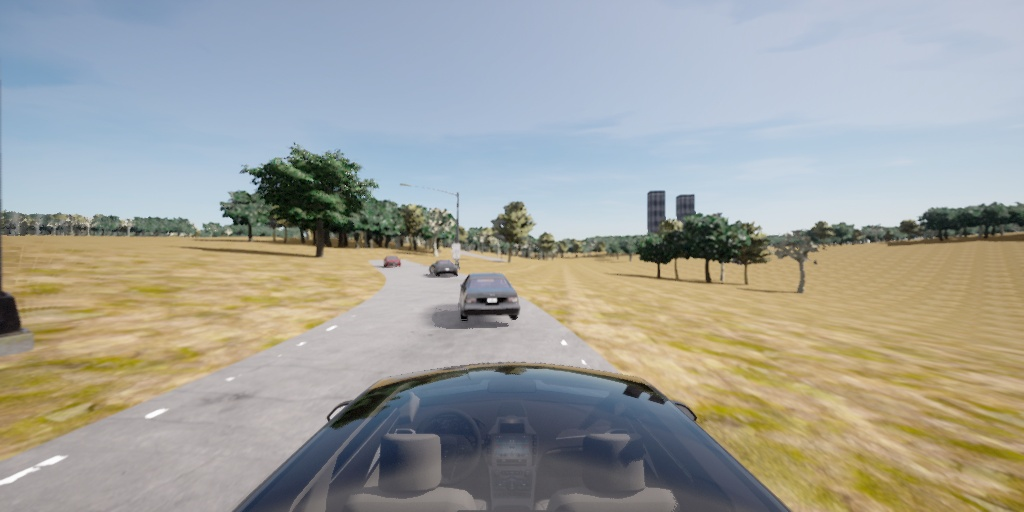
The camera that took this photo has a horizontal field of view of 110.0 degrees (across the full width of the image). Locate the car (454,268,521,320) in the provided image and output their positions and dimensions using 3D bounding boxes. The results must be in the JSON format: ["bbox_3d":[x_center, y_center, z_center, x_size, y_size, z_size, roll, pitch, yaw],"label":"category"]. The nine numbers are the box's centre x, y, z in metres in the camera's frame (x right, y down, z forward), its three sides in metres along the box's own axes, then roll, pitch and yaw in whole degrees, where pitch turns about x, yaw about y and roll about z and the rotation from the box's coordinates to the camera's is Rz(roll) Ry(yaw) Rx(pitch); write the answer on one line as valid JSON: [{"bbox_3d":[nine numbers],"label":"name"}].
[{"bbox_3d":[-0.922,1.290,12.666,2.033,1.411,5.357,0,0,-8],"label":"car"}]

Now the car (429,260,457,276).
[{"bbox_3d":[-6.250,1.039,32.436,1.994,1.385,4.181,0,1,-21],"label":"car"}]

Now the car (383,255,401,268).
[{"bbox_3d":[-15.174,0.668,45.342,1.882,1.535,5.008,0,1,-23],"label":"car"}]
